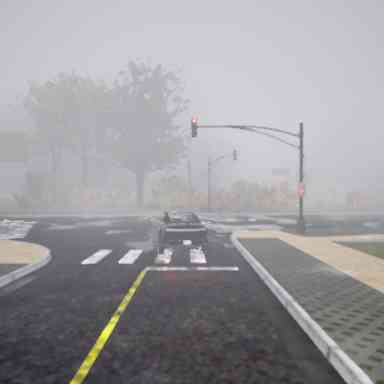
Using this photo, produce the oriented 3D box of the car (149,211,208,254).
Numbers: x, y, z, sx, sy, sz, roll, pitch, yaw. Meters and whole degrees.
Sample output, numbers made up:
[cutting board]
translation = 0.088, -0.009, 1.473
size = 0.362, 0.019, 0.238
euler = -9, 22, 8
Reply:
[car]
translation = -0.675, 1.543, 13.920
size = 2.128, 1.511, 4.902
euler = 0, 0, -12
